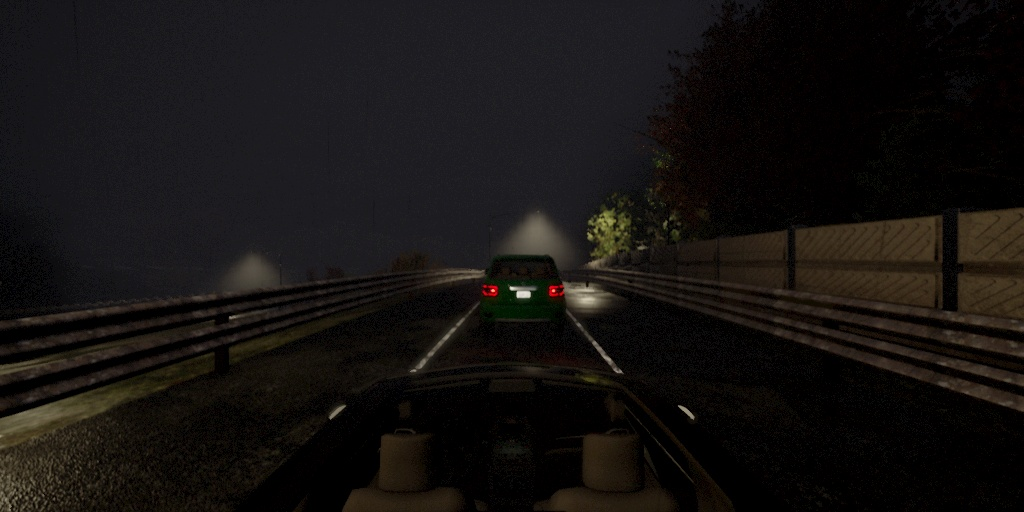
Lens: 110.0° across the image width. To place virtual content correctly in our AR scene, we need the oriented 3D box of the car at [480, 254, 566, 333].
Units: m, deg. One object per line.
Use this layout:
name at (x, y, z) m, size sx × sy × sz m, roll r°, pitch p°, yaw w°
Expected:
car at (0.314, 0.980, 10.925) m, size 2.150 × 2.045 × 5.566 m, roll 0°, pitch 0°, yaw 1°
